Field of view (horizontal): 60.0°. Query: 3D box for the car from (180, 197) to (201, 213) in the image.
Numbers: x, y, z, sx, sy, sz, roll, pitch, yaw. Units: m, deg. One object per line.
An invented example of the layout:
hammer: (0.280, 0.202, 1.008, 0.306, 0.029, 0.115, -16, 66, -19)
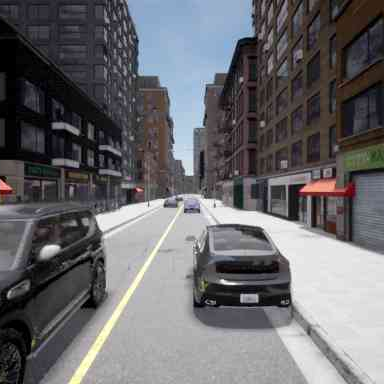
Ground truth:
car: (0.009, 1.518, 37.051, 2.033, 1.411, 5.357, 0, 0, 0)

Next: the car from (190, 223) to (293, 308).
car: (0.941, 1.503, 7.894, 1.837, 1.490, 4.892, 0, 0, 0)

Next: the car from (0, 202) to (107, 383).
car: (-2.860, 1.220, 4.935, 2.150, 2.045, 5.566, 0, 0, 0)

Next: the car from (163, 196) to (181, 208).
car: (-2.939, 1.522, 46.536, 1.994, 1.385, 4.181, 0, 0, 0)
